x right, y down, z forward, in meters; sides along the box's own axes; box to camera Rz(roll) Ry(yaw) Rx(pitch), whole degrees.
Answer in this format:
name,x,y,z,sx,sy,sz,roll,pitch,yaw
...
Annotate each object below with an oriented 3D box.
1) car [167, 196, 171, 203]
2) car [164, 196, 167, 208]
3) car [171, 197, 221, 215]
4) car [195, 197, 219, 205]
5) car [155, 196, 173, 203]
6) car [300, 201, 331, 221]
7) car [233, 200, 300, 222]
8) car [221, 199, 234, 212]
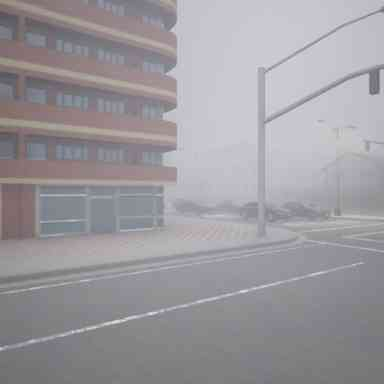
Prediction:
name,x,y,z,sx,sy,sz,roll,pitch,yaw
car,-0.854,1.505,42.582,1.837,1.490,4.892,0,0,-35
car,-5.407,1.547,43.025,2.033,1.411,5.357,0,0,-34
car,0.306,1.545,34.726,2.033,1.411,5.357,0,0,-34
car,2.552,1.563,58.260,1.994,1.385,4.181,0,0,-35
car,-5.988,1.562,70.631,1.994,1.385,4.181,0,0,-35
car,9.264,1.526,27.901,1.812,1.442,4.674,0,0,-34
car,5.828,1.505,26.696,1.837,1.490,4.892,0,0,-34
car,4.329,1.526,35.072,1.812,1.442,4.674,0,0,-34
